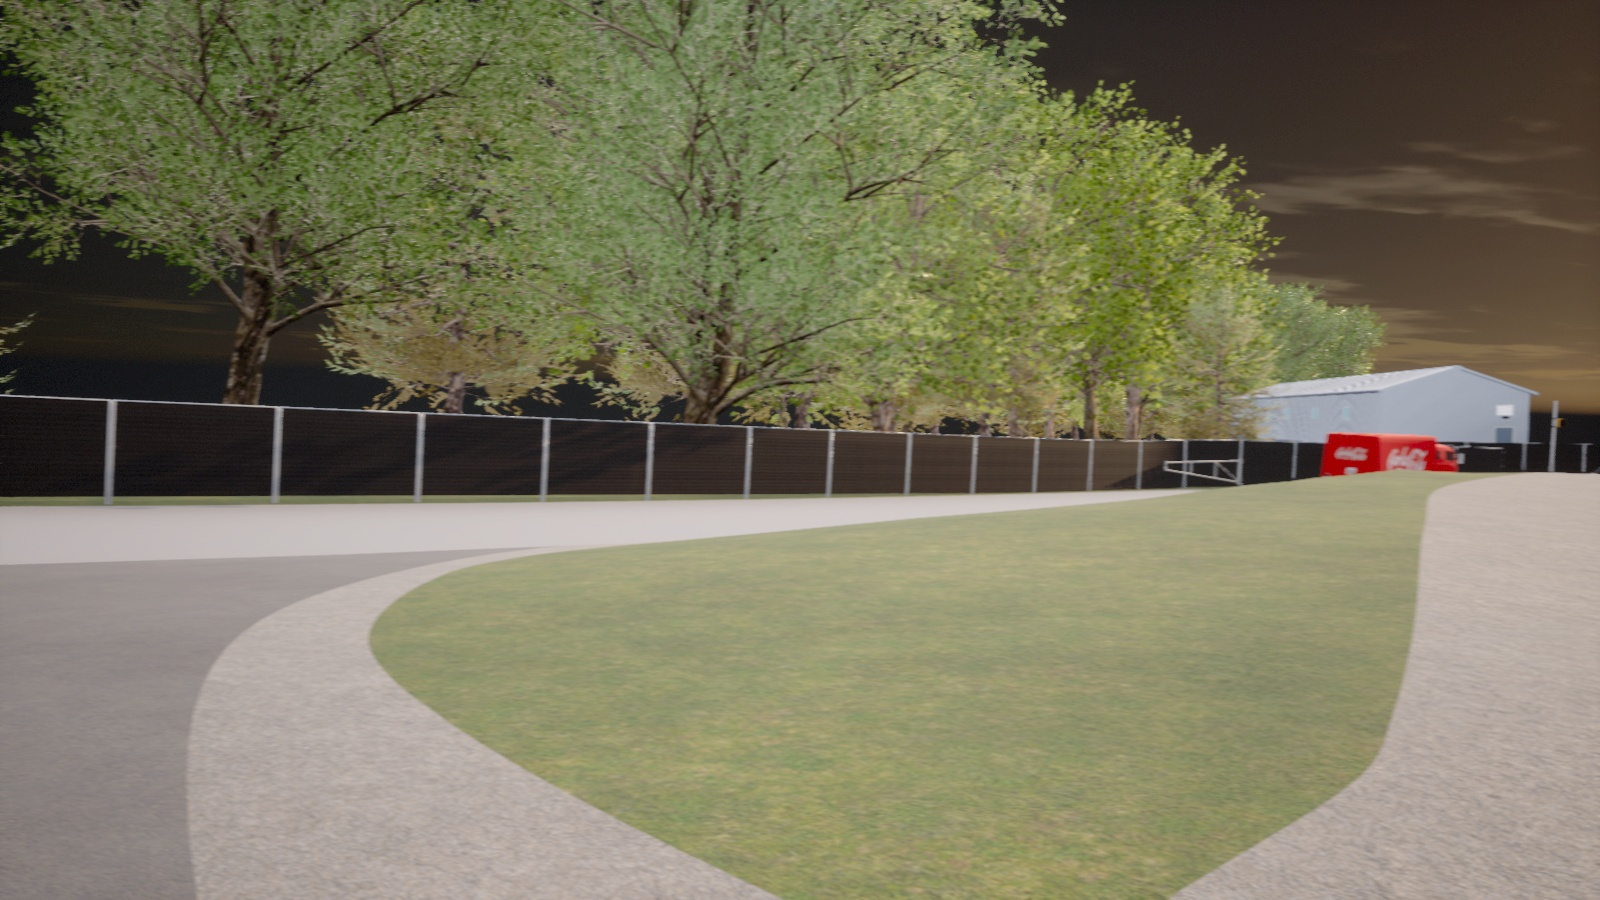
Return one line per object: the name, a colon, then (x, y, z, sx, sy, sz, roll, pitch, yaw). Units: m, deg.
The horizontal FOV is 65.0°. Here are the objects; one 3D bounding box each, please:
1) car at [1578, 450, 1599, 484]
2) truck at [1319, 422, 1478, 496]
car: (35.232, 0.762, 54.266, 2.207, 1.376, 1.481, 2, 3, -6)
truck: (21.638, 0.279, 45.372, 5.204, 2.467, 2.627, 0, 3, -31)
